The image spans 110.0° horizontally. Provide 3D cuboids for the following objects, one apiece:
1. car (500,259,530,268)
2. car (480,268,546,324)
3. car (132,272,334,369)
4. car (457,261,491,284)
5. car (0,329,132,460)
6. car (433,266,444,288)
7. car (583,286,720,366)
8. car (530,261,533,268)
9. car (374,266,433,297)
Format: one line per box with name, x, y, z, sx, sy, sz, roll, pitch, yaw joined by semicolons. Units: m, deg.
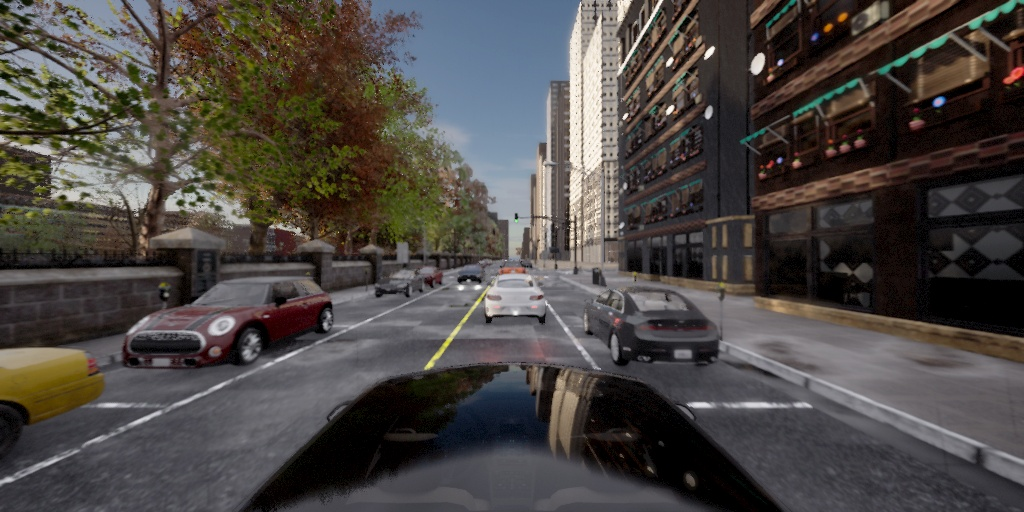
car;0.088;1.176;28.464;2.097;1.767;4.553;0;0;0
car;0.094;1.303;12.037;1.812;1.442;4.674;0;0;0
car;-5.694;1.206;7.814;1.967;1.591;4.097;0;0;0
car;-3.051;1.370;28.064;2.033;1.411;5.357;0;0;1
car;-5.691;1.277;2.104;1.751;1.417;4.829;0;0;0
car;-5.830;1.357;24.429;1.888;1.381;4.507;0;0;0
car;2.686;1.316;7.819;2.007;1.370;4.403;0;0;0
car;2.662;1.502;62.350;1.948;1.339;4.313;0;0;0
car;-5.776;1.346;18.889;2.007;1.370;4.403;0;0;0
